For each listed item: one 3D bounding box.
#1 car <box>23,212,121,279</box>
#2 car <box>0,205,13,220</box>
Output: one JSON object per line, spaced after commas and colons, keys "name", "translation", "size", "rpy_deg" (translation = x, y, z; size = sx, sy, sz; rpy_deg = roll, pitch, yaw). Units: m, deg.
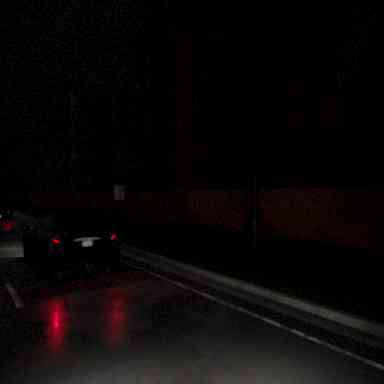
{"name": "car", "translation": [-4.031, 1.426, 10.721], "size": [2.097, 1.767, 4.553], "rpy_deg": [0, -1, -35]}
{"name": "car", "translation": [-17.603, 1.810, 30.160], "size": [1.895, 1.301, 4.718], "rpy_deg": [0, 0, -35]}
